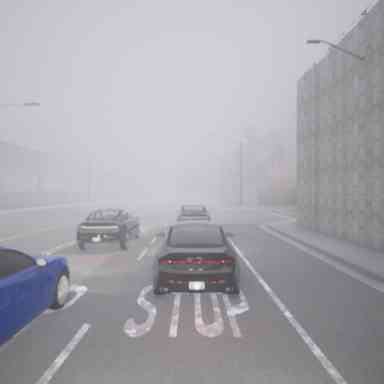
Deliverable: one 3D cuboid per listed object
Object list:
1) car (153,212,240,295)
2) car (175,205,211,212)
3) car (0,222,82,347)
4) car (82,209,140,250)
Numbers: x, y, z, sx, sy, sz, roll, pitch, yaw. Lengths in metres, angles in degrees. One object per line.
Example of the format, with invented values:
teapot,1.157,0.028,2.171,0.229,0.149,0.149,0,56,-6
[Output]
car,0.093,1.495,8.650,1.837,1.490,4.892,0,0,0
car,0.082,1.470,19.002,2.128,1.511,4.902,0,0,0
car,-3.404,1.472,4.789,1.882,1.535,5.008,0,0,0
car,-3.412,1.475,14.283,2.128,1.511,4.902,0,0,0
